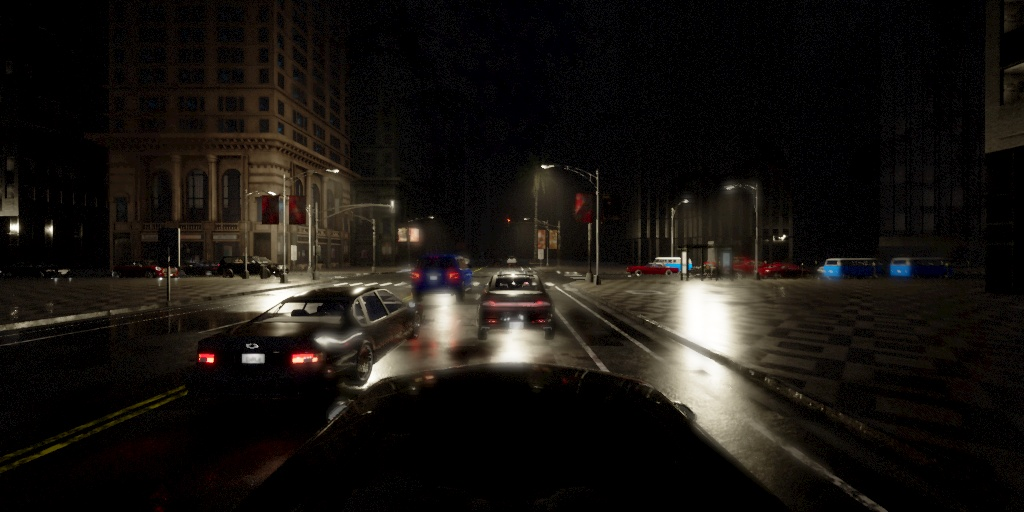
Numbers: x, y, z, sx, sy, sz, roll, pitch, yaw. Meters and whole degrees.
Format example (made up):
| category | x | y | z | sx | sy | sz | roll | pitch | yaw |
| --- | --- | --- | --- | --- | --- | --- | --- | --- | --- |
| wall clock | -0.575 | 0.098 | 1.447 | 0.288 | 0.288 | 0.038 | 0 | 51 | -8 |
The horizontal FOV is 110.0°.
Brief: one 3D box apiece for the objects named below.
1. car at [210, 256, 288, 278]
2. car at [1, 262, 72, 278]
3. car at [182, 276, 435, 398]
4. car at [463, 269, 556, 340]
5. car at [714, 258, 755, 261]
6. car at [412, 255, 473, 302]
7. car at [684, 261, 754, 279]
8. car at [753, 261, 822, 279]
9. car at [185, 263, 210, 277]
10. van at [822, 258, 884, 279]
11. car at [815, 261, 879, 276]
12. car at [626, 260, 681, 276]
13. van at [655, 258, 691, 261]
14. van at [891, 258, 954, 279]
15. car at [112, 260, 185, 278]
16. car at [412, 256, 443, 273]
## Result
| category | x | y | z | sx | sy | sz | roll | pitch | yaw |
| --- | --- | --- | --- | --- | --- | --- | --- | --- | --- |
| car | -23.459 | 0.996 | 32.492 | 5.566 | 2.045 | 2.150 | 0 | 0 | 0 |
| car | -43.161 | 1.290 | 32.590 | 4.902 | 1.511 | 2.128 | 0 | 0 | 0 |
| car | -3.150 | 1.297 | 6.886 | 2.033 | 1.411 | 5.357 | 0 | 0 | 0 |
| car | 0.088 | 1.240 | 9.956 | 2.128 | 1.511 | 4.902 | 0 | 0 | 0 |
| car | 23.319 | 1.204 | 35.679 | 5.008 | 1.535 | 1.882 | 0 | 0 | 0 |
| car | -3.159 | 0.972 | 17.127 | 2.150 | 2.045 | 5.566 | 0 | 0 | 0 |
| car | 17.056 | 1.298 | 29.815 | 4.403 | 1.370 | 2.007 | 0 | 0 | 0 |
| car | 22.734 | 1.326 | 29.819 | 4.207 | 1.307 | 1.802 | 0 | 0 | 0 |
| car | -30.826 | 1.338 | 35.728 | 4.181 | 1.385 | 1.994 | 0 | 0 | 0 |
| van | 28.411 | 1.081 | 29.825 | 3.998 | 1.789 | 1.690 | 0 | 0 | 0 |
| car | 33.261 | 1.247 | 35.683 | 4.674 | 1.442 | 1.812 | 0 | 0 | 1 |
| car | 13.877 | 1.334 | 35.673 | 4.718 | 1.301 | 1.895 | 0 | 0 | 2 |
| van | 17.047 | 1.064 | 38.340 | 3.998 | 1.789 | 1.690 | 0 | 0 | 0 |
| van | 34.088 | 1.079 | 29.830 | 3.998 | 1.789 | 1.690 | 0 | 0 | 0 |
| car | -33.178 | 1.138 | 32.541 | 4.553 | 1.767 | 2.097 | 0 | 0 | 0 |
| car | -10.194 | 0.973 | 43.884 | 2.150 | 2.045 | 5.566 | 0 | 0 | 4 |
